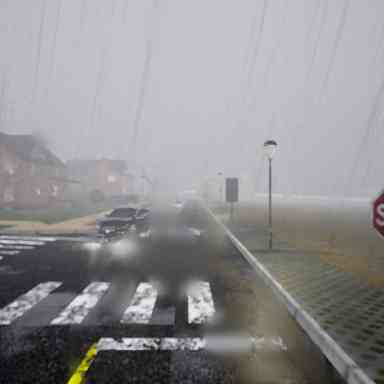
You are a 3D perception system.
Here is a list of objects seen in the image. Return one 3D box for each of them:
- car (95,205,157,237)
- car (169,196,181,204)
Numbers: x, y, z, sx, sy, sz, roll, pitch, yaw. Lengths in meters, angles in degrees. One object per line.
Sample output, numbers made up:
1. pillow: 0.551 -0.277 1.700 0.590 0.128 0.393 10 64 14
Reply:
1. car: -3.378 1.521 17.853 1.837 1.490 4.892 1 2 13
2. car: -2.904 1.379 58.231 2.128 1.511 4.902 0 0 0
